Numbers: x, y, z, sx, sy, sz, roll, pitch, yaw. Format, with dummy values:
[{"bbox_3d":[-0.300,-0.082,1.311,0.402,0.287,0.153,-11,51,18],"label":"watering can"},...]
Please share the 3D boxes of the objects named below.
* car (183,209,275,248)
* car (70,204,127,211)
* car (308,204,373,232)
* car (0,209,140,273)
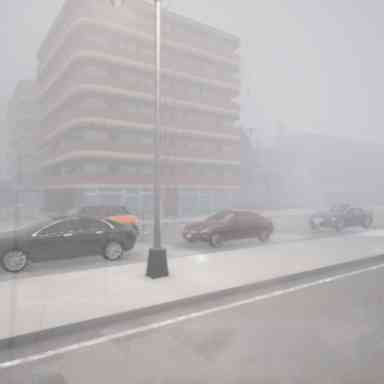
[{"bbox_3d":[1.771,1.530,14.959,4.674,1.442,1.812,0,0,-36],"label":"car"},{"bbox_3d":[-4.679,1.353,14.722,4.553,1.767,2.097,0,0,-35],"label":"car"},{"bbox_3d":[9.079,1.500,20.199,4.902,1.511,2.128,0,0,-35],"label":"car"},{"bbox_3d":[-4.212,1.506,10.801,4.892,1.490,1.837,0,0,-35],"label":"car"}]
